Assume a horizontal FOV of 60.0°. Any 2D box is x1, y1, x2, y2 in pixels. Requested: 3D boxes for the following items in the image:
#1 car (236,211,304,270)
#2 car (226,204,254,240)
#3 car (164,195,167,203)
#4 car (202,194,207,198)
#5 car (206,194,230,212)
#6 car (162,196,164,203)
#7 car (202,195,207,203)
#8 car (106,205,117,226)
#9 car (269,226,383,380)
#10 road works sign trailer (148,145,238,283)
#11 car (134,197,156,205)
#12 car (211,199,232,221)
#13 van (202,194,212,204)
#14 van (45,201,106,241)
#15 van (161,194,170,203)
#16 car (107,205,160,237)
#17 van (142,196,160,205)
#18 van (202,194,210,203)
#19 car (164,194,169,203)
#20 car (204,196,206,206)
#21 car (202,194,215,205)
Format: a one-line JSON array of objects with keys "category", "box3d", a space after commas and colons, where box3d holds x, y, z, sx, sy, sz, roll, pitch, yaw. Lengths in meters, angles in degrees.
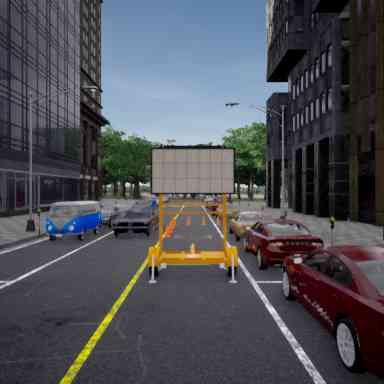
[{"category": "car", "box3d": [2.792, 1.545, 10.917, 1.887, 1.381, 4.507, 0, 0, 0]}, {"category": "car", "box3d": [2.808, 1.526, 16.524, 1.752, 1.417, 4.829, 0, 0, 0]}, {"category": "car", "box3d": [-5.610, 1.577, 54.441, 1.947, 1.339, 4.313, 0, 0, 0]}, {"category": "car", "box3d": [2.915, 1.451, 54.417, 1.967, 1.590, 4.097, 0, 0, 0]}, {"category": "car", "box3d": [2.853, 1.318, 32.667, 2.192, 1.841, 5.009, 0, 0, 0]}, {"category": "car", "box3d": [-5.626, 1.534, 48.834, 1.752, 1.417, 4.829, 0, 0, 0]}, {"category": "car", "box3d": [2.900, 1.553, 48.980, 1.887, 1.381, 4.507, 0, 0, 0]}, {"category": "car", "box3d": [-5.702, 1.552, 21.816, 2.008, 1.369, 4.403, 0, 0, 0]}, {"category": "car", "box3d": [2.777, 1.544, 5.480, 1.887, 1.381, 4.507, 0, 0, 0]}, {"category": "road works sign trailer", "box3d": [0.027, 0.464, 9.630, 2.380, 3.560, 2.880, 0, 0, 0]}, {"category": "car", "box3d": [-5.656, 1.570, 38.129, 1.947, 1.339, 4.313, 0, 0, 0]}, {"category": "car", "box3d": [2.839, 1.527, 27.399, 1.752, 1.417, 4.829, 0, 0, 0]}, {"category": "van", "box3d": [2.946, 1.359, 65.293, 1.690, 1.788, 3.998, 0, 0, 0]}, {"category": "van", "box3d": [-5.718, 1.341, 16.379, 1.690, 1.788, 3.998, 0, 0, 0]}, {"category": "van", "box3d": [-5.564, 1.363, 70.755, 1.690, 1.788, 3.998, 0, 0, 0]}, {"category": "car", "box3d": [-2.949, 1.601, 18.154, 1.895, 1.301, 4.718, 0, 0, 0]}, {"category": "van", "box3d": [-5.641, 1.347, 43.567, 1.690, 1.788, 3.998, 0, 0, 0]}, {"category": "van", "box3d": [2.961, 1.363, 70.730, 1.690, 1.788, 3.998, 0, 0, 0]}, {"category": "car", "box3d": [-5.595, 1.540, 59.709, 1.752, 1.417, 4.829, 0, 0, 0]}, {"category": "car", "box3d": [2.885, 1.532, 43.712, 1.752, 1.417, 4.829, 0, 0, 0]}, {"category": "car", "box3d": [2.930, 1.330, 59.855, 2.192, 1.841, 5.009, 0, 0, 0]}]
